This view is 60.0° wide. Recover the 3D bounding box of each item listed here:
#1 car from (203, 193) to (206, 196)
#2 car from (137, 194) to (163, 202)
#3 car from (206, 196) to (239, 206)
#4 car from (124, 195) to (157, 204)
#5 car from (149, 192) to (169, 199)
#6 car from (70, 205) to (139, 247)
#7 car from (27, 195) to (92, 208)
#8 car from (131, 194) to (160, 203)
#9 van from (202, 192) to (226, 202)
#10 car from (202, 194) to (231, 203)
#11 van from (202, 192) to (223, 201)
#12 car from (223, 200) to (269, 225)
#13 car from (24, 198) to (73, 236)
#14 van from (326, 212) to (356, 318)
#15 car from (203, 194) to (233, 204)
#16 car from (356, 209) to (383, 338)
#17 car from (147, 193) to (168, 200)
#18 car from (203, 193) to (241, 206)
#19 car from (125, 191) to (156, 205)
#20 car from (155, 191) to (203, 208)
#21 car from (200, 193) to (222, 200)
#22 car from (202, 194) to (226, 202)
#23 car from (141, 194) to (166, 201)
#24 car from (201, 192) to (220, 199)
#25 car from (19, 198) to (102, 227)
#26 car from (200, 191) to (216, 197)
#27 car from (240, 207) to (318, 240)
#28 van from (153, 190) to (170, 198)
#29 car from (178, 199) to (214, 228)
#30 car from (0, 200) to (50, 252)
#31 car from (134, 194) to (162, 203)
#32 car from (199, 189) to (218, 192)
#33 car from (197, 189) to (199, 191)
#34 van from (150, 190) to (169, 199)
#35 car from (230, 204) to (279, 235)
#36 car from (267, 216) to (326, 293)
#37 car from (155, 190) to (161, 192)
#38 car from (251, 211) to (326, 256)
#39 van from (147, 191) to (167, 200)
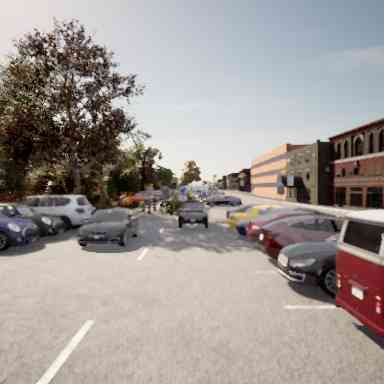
[{"bbox_3d":[4.351,1.234,50.675,4.674,1.452,2.002,0,0,0],"label":"car"},{"bbox_3d":[-8.158,1.175,64.665,4.792,1.488,2.163,0,0,0],"label":"car"},{"bbox_3d":[4.344,1.244,47.850,4.674,1.452,2.002,0,0,0],"label":"car"},{"bbox_3d":[-8.213,1.185,53.370,5.008,1.535,2.097,0,0,0],"label":"car"},{"bbox_3d":[-8.109,0.792,81.624,4.553,1.767,2.185,0,1,0],"label":"car"},{"bbox_3d":[-3.575,1.483,14.950,1.837,1.490,4.892,0,0,0],"label":"car"},{"bbox_3d":[-8.573,1.199,19.048,5.566,2.045,2.435,0,0,0],"label":"car"},{"bbox_3d":[-8.209,1.166,59.143,4.892,1.521,2.231,0,0,0],"label":"car"},{"bbox_3d":[4.272,0.919,64.803,4.442,1.987,1.878,0,0,0],"label":"van"},{"bbox_3d":[4.370,1.165,59.152,5.008,1.535,2.097,0,0,0],"label":"car"},{"bbox_3d":[4.286,0.897,70.334,4.442,1.987,1.878,0,0,0],"label":"van"},{"bbox_3d":[4.721,1.447,19.047,5.366,1.575,1.946,0,0,0],"label":"car"},{"bbox_3d":[-8.575,1.329,16.137,4.553,1.767,2.185,0,0,0],"label":"car"},{"bbox_3d":[4.655,1.246,5.007,4.442,1.987,1.878,0,0,0],"label":"van"},{"bbox_3d":[4.373,1.174,56.327,5.008,1.535,2.097,0,0,0],"label":"car"},{"bbox_3d":[4.567,1.225,2.348,5.566,2.045,2.435,0,0,0],"label":"car"},{"bbox_3d":[-8.180,1.004,78.930,4.792,1.488,2.163,0,1,0],"label":"car"},{"bbox_3d":[4.311,1.243,45.023,4.792,1.488,2.163,0,0,0],"label":"car"},{"bbox_3d":[-8.194,1.068,50.671,4.553,1.767,2.185,0,0,0],"label":"car"},{"bbox_3d":[-1.459,1.133,38.041,4.553,1.767,2.097,0,1,7],"label":"car"},{"bbox_3d":[4.429,0.973,78.952,5.008,1.535,2.097,0,1,0],"label":"car"},{"bbox_3d":[4.393,1.176,67.629,4.674,1.452,2.002,0,0,0],"label":"car"},{"bbox_3d":[-8.167,1.123,70.324,5.008,1.535,2.097,0,0,0],"label":"car"},{"bbox_3d":[4.399,0.788,81.775,4.553,1.767,2.185,0,1,0],"label":"car"},{"bbox_3d":[-8.514,1.320,21.833,4.553,1.767,2.185,0,0,0],"label":"car"},{"bbox_3d":[4.427,0.550,93.075,4.553,1.767,2.185,0,1,0],"label":"car"},{"bbox_3d":[4.534,1.499,13.481,4.674,1.452,2.002,0,0,0],"label":"car"},{"bbox_3d":[-8.232,0.510,90.218,4.442,1.987,1.878,0,1,0],"label":"van"},{"bbox_3d":[0.149,1.455,21.790,2.128,1.511,4.902,0,0,2],"label":"car"},{"bbox_3d":[-8.574,1.334,13.353,4.553,1.767,2.185,0,0,0],"label":"car"},{"bbox_3d":[-8.166,1.185,61.841,4.792,1.488,2.163,0,0,0],"label":"car"},{"bbox_3d":[4.410,0.904,61.977,5.566,2.045,2.435,0,0,0],"label":"car"},{"bbox_3d":[4.416,0.543,87.422,5.566,2.045,2.435,0,1,0],"label":"car"},{"bbox_3d":[-8.250,0.629,84.568,4.442,1.987,1.878,0,1,0],"label":"van"},{"bbox_3d":[4.507,1.484,16.264,4.792,1.488,2.163,0,0,0],"label":"car"},{"bbox_3d":[4.544,1.468,7.914,4.892,1.521,2.231,0,0,0],"label":"car"},{"bbox_3d":[-8.152,0.885,67.488,5.566,2.045,2.435,0,0,0],"label":"car"},{"bbox_3d":[4.566,1.493,10.698,4.792,1.488,2.163,0,0,0],"label":"car"},{"bbox_3d":[-8.037,0.808,76.099,4.442,1.987,1.878,0,1,0],"label":"van"}]
